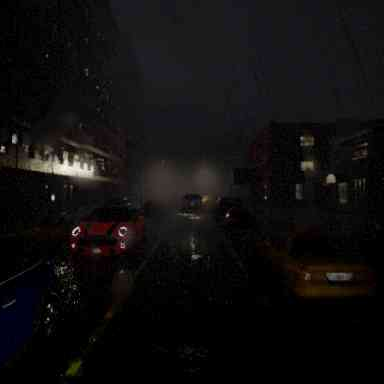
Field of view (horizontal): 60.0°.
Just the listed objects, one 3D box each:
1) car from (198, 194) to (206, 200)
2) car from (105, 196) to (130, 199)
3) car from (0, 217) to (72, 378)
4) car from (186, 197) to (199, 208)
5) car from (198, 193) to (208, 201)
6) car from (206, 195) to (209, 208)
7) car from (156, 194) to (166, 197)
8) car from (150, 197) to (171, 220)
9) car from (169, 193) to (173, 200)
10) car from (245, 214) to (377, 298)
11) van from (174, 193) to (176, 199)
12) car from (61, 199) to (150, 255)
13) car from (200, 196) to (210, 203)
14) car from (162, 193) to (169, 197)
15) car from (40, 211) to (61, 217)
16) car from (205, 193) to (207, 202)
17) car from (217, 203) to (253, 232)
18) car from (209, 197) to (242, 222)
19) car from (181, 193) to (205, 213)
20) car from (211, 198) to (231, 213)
[{"bbox_3d":[2.714,1.337,91.309,1.967,1.590,4.097,0,0,0],"label":"car"},{"bbox_3d":[-5.681,1.264,24.839,2.192,1.841,5.009,0,0,0],"label":"car"},{"bbox_3d":[-3.091,1.344,3.289,2.097,1.767,4.553,0,0,0],"label":"car"},{"bbox_3d":[0.042,1.443,47.978,1.812,1.442,4.674,0,0,0],"label":"car"},{"bbox_3d":[2.712,1.212,80.230,2.192,1.841,5.009,0,0,0],"label":"car"},{"bbox_3d":[3.156,1.427,44.022,1.837,1.490,4.892,0,0,0],"label":"car"},{"bbox_3d":[-5.676,1.458,52.537,1.887,1.381,4.507,0,0,0],"label":"car"},{"bbox_3d":[-3.078,1.423,27.448,1.882,1.535,5.008,0,0,0],"label":"car"},{"bbox_3d":[-5.671,1.215,69.154,2.192,1.841,5.009,0,0,0],"label":"car"},{"bbox_3d":[2.695,1.506,8.391,1.752,1.417,4.829,0,0,0],"label":"car"},{"bbox_3d":[-5.668,1.237,85.772,1.690,1.788,3.998,0,0,0],"label":"van"},{"bbox_3d":[-3.095,1.324,13.036,2.097,1.767,4.553,0,0,0],"label":"car"},{"bbox_3d":[2.708,1.451,69.152,2.008,1.369,4.403,0,0,0],"label":"car"},{"bbox_3d":[-5.674,1.348,58.075,1.967,1.590,4.097,0,0,0],"label":"car"},{"bbox_3d":[-5.685,1.496,13.591,1.752,1.417,4.829,0,0,0],"label":"car"},{"bbox_3d":[2.707,1.429,63.783,1.752,1.417,4.829,0,0,0],"label":"car"},{"bbox_3d":[2.697,1.541,19.299,1.802,1.307,4.206,0,0,0],"label":"car"},{"bbox_3d":[2.700,1.264,24.838,2.192,1.841,5.009,0,0,0],"label":"car"},{"bbox_3d":[0.009,1.155,35.524,2.150,2.045,5.566,0,0,0],"label":"car"},{"bbox_3d":[3.157,1.456,37.022,1.812,1.442,4.674,0,0,0],"label":"car"}]
